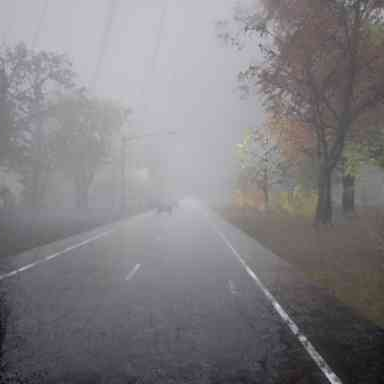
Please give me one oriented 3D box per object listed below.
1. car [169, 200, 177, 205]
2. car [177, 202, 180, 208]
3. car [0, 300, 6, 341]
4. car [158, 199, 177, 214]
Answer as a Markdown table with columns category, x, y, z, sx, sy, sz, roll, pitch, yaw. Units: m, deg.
| category | x | y | z | sx | sy | sz | roll | pitch | yaw |
| --- | --- | --- | --- | --- | --- | --- | --- | --- | --- |
| car | -5.268 | 2.815 | 93.182 | 1.994 | 1.385 | 4.181 | 0 | -1 | -6 |
| car | -3.526 | 2.331 | 63.918 | 1.812 | 1.442 | 4.674 | 0 | -1 | 0 |
| car | -3.504 | 1.462 | 2.678 | 1.837 | 1.490 | 4.892 | 0 | -1 | 0 |
| car | -3.528 | 2.051 | 44.677 | 2.128 | 1.511 | 4.902 | 0 | -1 | 0 |
